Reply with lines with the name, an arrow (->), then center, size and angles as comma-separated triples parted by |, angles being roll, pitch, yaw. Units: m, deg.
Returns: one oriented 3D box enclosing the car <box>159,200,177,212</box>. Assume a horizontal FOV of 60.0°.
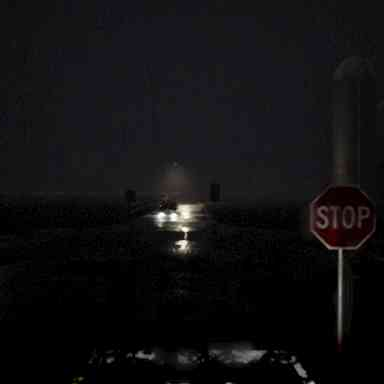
car -> -2.717, 1.560, 38.415 | 1.895, 1.301, 4.718 | 0, 0, 0
